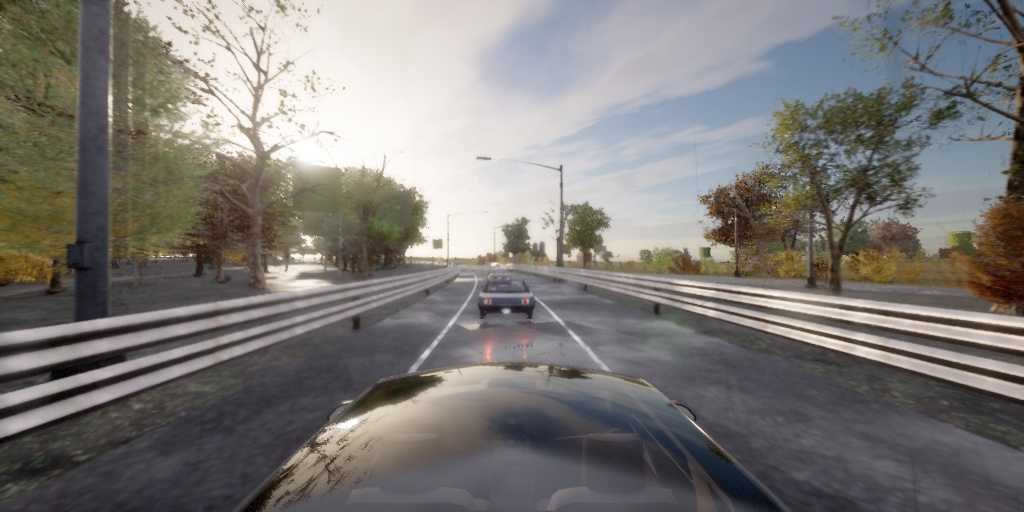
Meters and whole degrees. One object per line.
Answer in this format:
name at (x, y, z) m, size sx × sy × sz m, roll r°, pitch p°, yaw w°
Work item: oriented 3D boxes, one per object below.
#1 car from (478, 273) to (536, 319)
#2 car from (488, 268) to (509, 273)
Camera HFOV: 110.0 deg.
car at (-0.237, 1.503, 13.649) m, size 1.895 × 1.301 × 4.718 m, roll 0°, pitch -1°, yaw -2°
car at (-1.011, 1.618, 27.183) m, size 2.033 × 1.411 × 5.357 m, roll 0°, pitch -1°, yaw -4°
